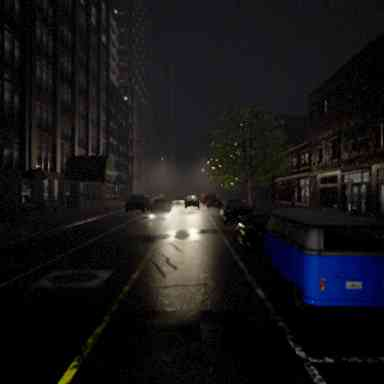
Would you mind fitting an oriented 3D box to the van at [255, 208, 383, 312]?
[{"bbox_3d":[2.702,1.310,7.391,1.690,1.788,3.998,1,0,0],"label":"van"}]

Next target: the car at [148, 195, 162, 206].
[{"bbox_3d":[-5.684,1.283,51.588,1.752,1.417,4.829,1,0,0],"label":"car"}]

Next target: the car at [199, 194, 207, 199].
[{"bbox_3d":[2.693,1.134,85.037,1.947,1.339,4.313,1,0,0],"label":"car"}]

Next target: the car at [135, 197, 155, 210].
[{"bbox_3d":[-5.683,1.340,40.496,1.752,1.417,4.829,1,0,0],"label":"car"}]

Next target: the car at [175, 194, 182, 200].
[{"bbox_3d":[-3.009,1.149,75.271,1.895,1.301,4.718,0,0,0],"label":"car"}]

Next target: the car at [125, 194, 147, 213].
[{"bbox_3d":[-5.679,1.156,35.120,2.192,1.841,5.009,1,0,0],"label":"car"}]

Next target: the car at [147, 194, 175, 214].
[{"bbox_3d":[-3.099,1.324,33.982,1.882,1.535,5.008,0,0,0],"label":"car"}]

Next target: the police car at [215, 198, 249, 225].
[{"bbox_3d":[2.997,1.322,23.530,1.930,1.638,5.238,0,0,0],"label":"police car"}]

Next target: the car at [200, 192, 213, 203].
[{"bbox_3d":[2.699,1.012,62.853,2.192,1.841,5.009,1,0,0],"label":"car"}]

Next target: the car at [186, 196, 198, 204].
[{"bbox_3d":[-0.006,1.332,56.414,1.895,1.301,4.718,0,0,0],"label":"car"}]

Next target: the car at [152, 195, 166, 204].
[{"bbox_3d":[-5.685,1.293,57.306,1.947,1.339,4.313,1,0,0],"label":"car"}]

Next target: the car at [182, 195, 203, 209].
[{"bbox_3d":[0.043,1.405,42.378,1.895,1.301,4.718,0,0,1],"label":"car"}]

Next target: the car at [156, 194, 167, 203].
[{"bbox_3d":[-5.685,1.223,62.681,1.752,1.417,4.829,1,0,0],"label":"car"}]

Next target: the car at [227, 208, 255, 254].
[{"bbox_3d":[2.699,1.510,12.939,1.947,1.339,4.313,1,0,0],"label":"car"}]

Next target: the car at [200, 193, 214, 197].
[{"bbox_3d":[2.699,1.071,51.760,2.192,1.841,5.009,1,0,0],"label":"car"}]

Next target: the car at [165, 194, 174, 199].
[{"bbox_3d":[-5.687,1.135,85.034,1.947,1.339,4.313,1,0,0],"label":"car"}]

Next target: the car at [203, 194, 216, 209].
[{"bbox_3d":[2.697,1.338,40.839,1.752,1.417,4.829,1,0,0],"label":"car"}]
